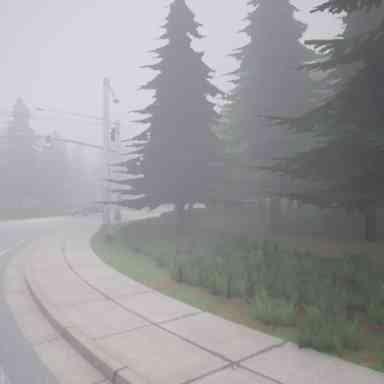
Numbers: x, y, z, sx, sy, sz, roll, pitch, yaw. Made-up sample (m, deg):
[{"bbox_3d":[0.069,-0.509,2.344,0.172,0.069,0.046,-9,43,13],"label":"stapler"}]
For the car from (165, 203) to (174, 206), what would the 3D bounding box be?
[{"bbox_3d":[-2.578,1.739,53.581,1.882,1.535,5.008,0,0,24],"label":"car"}]

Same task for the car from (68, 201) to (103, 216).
[{"bbox_3d":[-10.713,1.684,34.725,2.128,1.511,4.902,0,0,22],"label":"car"}]
